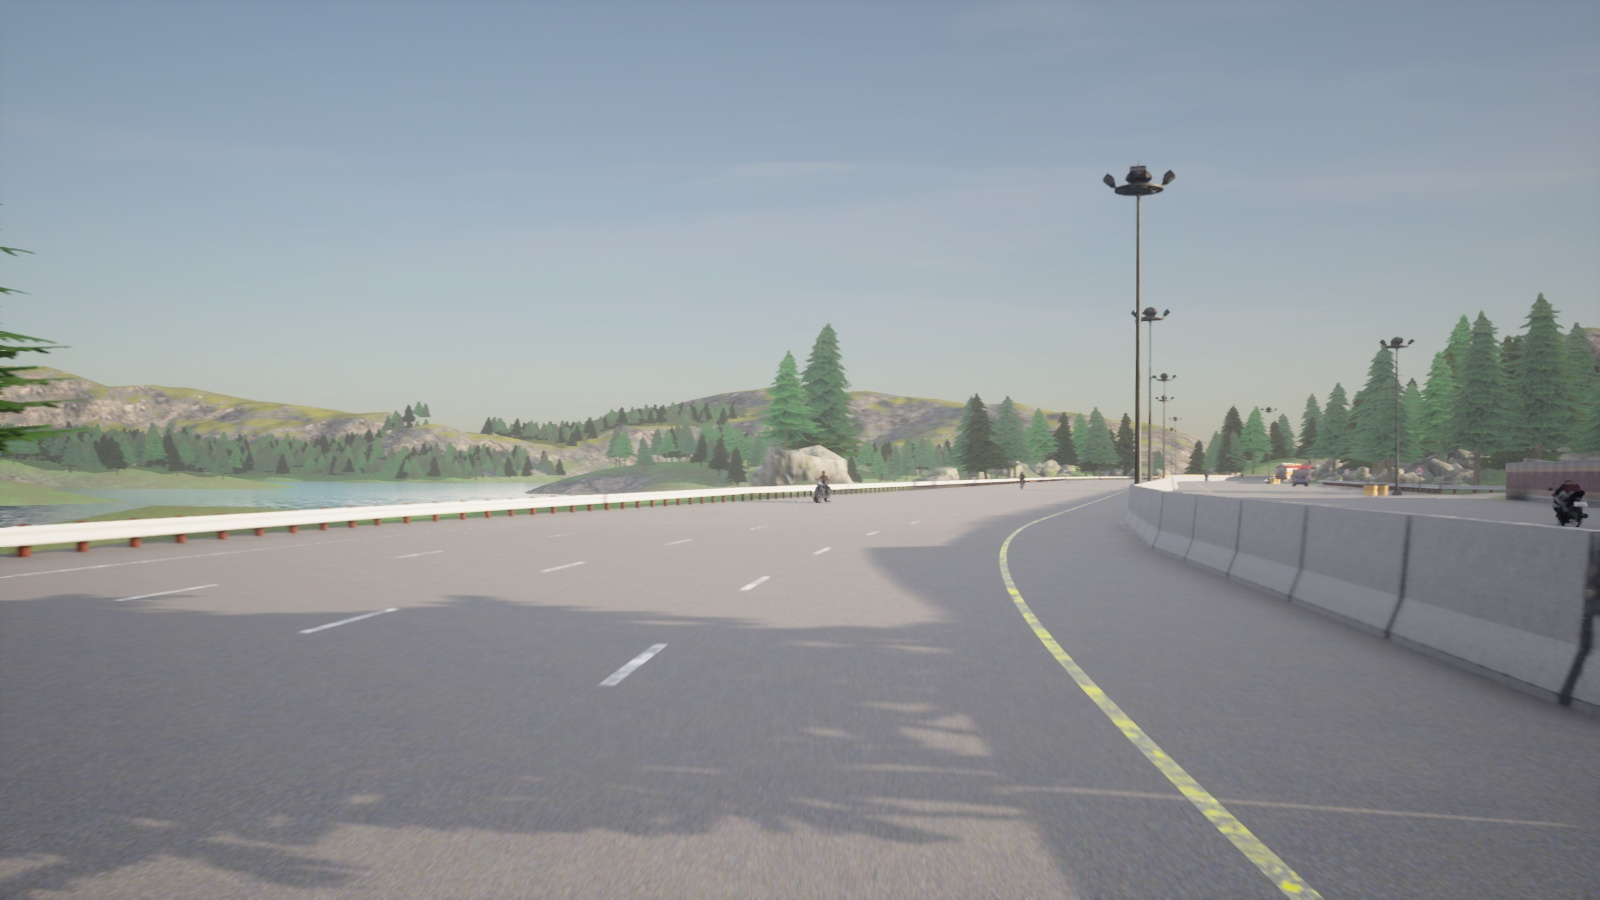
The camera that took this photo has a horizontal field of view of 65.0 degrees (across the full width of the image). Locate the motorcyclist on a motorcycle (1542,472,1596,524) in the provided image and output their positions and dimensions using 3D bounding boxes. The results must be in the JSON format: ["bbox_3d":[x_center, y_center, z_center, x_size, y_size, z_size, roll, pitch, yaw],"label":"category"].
[{"bbox_3d":[23.426,1.450,38.295,0.866,1.530,2.191,0,-1,17],"label":"motorcyclist on a motorcycle"}]

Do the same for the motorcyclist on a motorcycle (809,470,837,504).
[{"bbox_3d":[1.123,1.784,61.205,0.766,1.649,2.350,0,-1,17],"label":"motorcyclist on a motorcycle"}]
